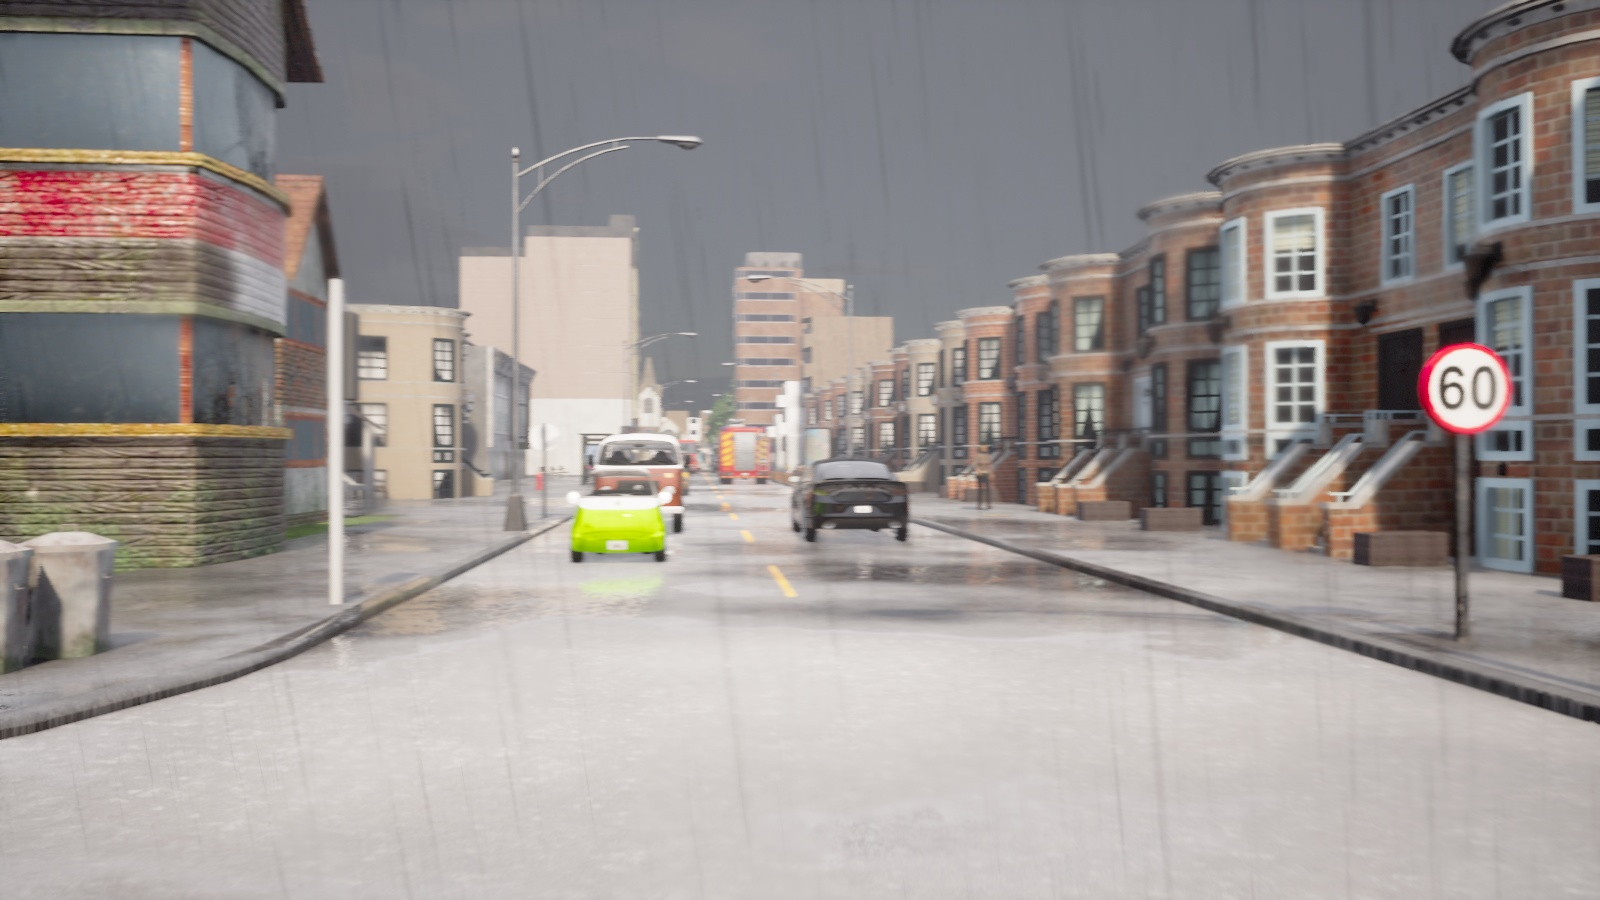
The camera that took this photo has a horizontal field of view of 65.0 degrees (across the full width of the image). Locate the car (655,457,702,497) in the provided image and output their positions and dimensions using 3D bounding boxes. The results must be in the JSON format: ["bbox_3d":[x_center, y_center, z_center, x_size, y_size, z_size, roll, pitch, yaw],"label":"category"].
[{"bbox_3d":[-4.974,1.079,51.871,1.801,1.575,5.366,0,0,-4],"label":"car"}]

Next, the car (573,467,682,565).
[{"bbox_3d":[-2.536,0.949,18.851,1.481,1.376,2.207,0,-1,-4],"label":"car"}]

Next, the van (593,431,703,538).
[{"bbox_3d":[-3.100,0.674,26.440,2.069,2.038,4.480,0,0,-4],"label":"van"}]

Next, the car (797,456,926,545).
[{"bbox_3d":[1.068,0.889,24.321,1.882,1.535,5.008,0,0,-4],"label":"car"}]

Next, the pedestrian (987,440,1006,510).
[{"bbox_3d":[5.199,0.660,33.250,0.331,1.846,0.634,0,0,-5],"label":"pedestrian"}]

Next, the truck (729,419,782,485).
[{"bbox_3d":[-2.814,0.138,76.890,2.891,3.827,8.468,0,0,-4],"label":"truck"}]
